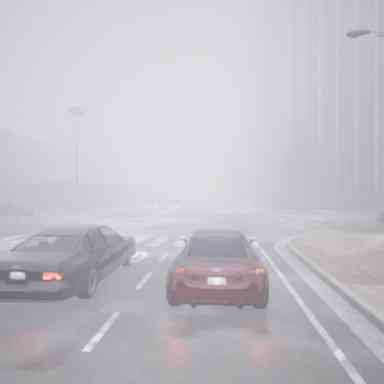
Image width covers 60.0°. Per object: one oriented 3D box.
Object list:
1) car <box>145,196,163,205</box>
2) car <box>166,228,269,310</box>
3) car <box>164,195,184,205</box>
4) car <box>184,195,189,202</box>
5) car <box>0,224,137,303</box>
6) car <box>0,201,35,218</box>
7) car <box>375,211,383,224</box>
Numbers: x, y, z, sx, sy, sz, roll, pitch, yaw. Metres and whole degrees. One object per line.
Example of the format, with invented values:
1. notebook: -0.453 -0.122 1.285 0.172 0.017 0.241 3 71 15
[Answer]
1. car: -6.398 1.323 54.425 1.812 1.442 4.674 0 0 5
2. car: 0.609 1.535 7.871 1.994 1.385 4.181 0 0 5
3. car: -2.910 1.326 54.152 1.812 1.442 4.674 0 0 5
4. car: -1.669 1.272 69.034 1.812 1.442 4.674 0 0 5
5. car: -2.866 1.514 8.358 2.033 1.411 5.357 0 0 5
6. car: -16.208 1.503 29.475 4.181 1.385 1.994 0 0 9
7. car: 14.322 1.537 20.353 5.357 1.411 2.033 0 0 10
